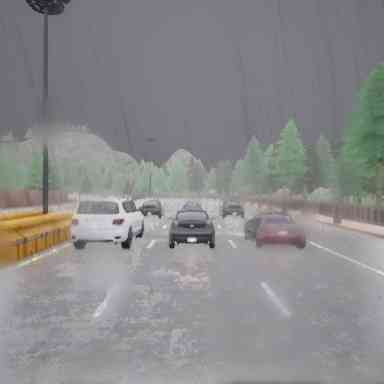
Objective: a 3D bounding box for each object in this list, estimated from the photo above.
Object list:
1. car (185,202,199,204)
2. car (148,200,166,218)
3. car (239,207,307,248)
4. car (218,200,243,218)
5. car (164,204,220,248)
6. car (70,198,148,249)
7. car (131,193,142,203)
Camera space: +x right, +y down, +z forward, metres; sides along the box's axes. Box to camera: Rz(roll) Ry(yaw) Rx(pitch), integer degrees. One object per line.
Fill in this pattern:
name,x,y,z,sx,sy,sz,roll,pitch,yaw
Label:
car,0.000,1.570,29.650,1.994,1.385,4.181,0,0,0
car,-3.500,1.514,29.650,1.837,1.490,4.892,0,0,0
car,3.500,1.570,14.650,1.994,1.385,4.181,0,0,0
car,3.500,1.514,29.650,1.837,1.490,4.892,0,0,0
car,0.000,1.514,14.650,1.837,1.490,4.892,0,0,0
car,-3.500,1.255,14.680,2.150,2.045,5.566,0,0,0
car,-11.999,1.178,71.787,2.150,2.045,5.566,0,0,-8
